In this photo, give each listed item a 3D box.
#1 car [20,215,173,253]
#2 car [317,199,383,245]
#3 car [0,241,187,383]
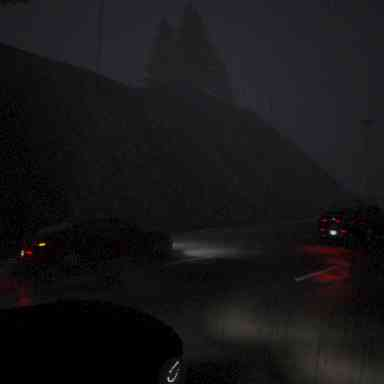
[{"bbox_3d":[-2.816,1.463,10.540,4.674,1.442,1.812,-1,1,-37],"label":"car"},{"bbox_3d":[7.215,1.253,14.368,4.892,1.490,1.837,-1,1,-42],"label":"car"},{"bbox_3d":[-2.341,1.492,2.193,5.008,1.535,1.882,-1,1,-35],"label":"car"}]
